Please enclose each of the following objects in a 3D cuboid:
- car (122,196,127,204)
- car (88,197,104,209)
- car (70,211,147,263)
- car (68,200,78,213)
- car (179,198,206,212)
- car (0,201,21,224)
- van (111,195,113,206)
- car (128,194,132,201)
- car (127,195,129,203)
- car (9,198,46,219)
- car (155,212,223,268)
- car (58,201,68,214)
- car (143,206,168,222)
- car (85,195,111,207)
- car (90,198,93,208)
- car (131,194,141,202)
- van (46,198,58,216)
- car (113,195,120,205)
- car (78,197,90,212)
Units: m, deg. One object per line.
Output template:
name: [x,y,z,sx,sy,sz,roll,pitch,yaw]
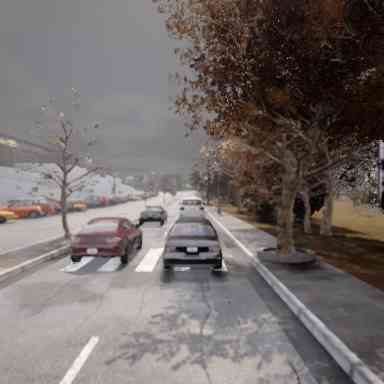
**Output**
car: [-16.951,1.751,70.859,4.553,1.767,2.185,-1,0,-20]
car: [-16.954,1.956,52.949,4.674,1.452,2.002,-1,0,-20]
car: [-2.973,1.622,12.203,1.812,1.442,4.674,0,-1,0]
car: [-16.970,1.918,40.995,4.792,1.488,2.163,-1,0,-20]
car: [0.015,1.513,29.260,2.150,2.045,5.566,0,0,0]
car: [-16.752,1.742,26.154,5.366,1.575,1.946,-1,-1,-20]
van: [-16.859,1.680,58.963,4.442,1.987,1.878,-1,0,-20]
car: [-16.960,1.891,76.850,4.792,1.488,2.163,-1,0,-20]
car: [-16.977,1.910,73.832,4.674,1.452,2.002,-1,0,-20]
car: [-16.905,1.689,32.064,4.553,1.767,2.185,-1,0,-20]
car: [0.027,1.638,11.591,2.033,1.411,5.357,0,-1,0]
car: [-16.935,1.907,38.022,4.674,1.452,2.002,-1,0,-20]
car: [-3.001,1.806,26.602,2.033,1.411,5.357,0,-1,0]
car: [-16.990,1.663,55.919,5.566,2.045,2.435,-1,0,-20]
car: [-16.923,1.940,46.991,4.792,1.488,2.163,-1,0,-20]
car: [-16.974,1.861,88.856,4.792,1.488,2.163,-1,0,-20]
van: [-16.831,1.618,35.092,4.442,1.987,1.878,-1,-1,-20]
car: [-16.946,1.648,61.916,5.566,2.045,2.435,-1,0,-20]
car: [-16.775,1.896,44.064,5.366,1.575,1.946,-1,0,-20]
